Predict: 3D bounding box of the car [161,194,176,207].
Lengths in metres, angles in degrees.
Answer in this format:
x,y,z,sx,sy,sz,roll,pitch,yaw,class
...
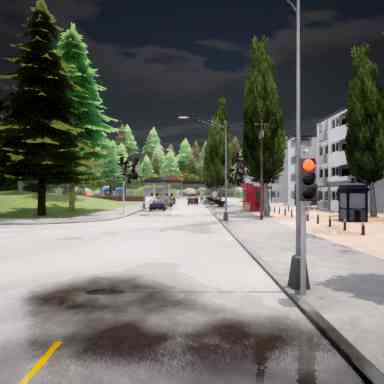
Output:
x,y,z,sx,sy,sz,roll,pitch,yaw,class
-4.039,1.352,50.337,2.097,1.767,4.553,0,0,0,car

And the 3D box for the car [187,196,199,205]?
x,y,z,sx,sy,sz,roll,pitch,yaw,class
0.178,1.478,60.541,1.882,1.535,5.008,0,0,0,car

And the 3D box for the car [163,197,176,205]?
x,y,z,sx,sy,sz,roll,pitch,yaw,class
-3.985,1.564,60.293,1.994,1.385,4.181,0,0,1,car

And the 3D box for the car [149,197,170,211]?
x,y,z,sx,sy,sz,roll,pitch,yaw,class
-4.062,1.601,40.443,1.895,1.301,4.718,0,0,0,car
